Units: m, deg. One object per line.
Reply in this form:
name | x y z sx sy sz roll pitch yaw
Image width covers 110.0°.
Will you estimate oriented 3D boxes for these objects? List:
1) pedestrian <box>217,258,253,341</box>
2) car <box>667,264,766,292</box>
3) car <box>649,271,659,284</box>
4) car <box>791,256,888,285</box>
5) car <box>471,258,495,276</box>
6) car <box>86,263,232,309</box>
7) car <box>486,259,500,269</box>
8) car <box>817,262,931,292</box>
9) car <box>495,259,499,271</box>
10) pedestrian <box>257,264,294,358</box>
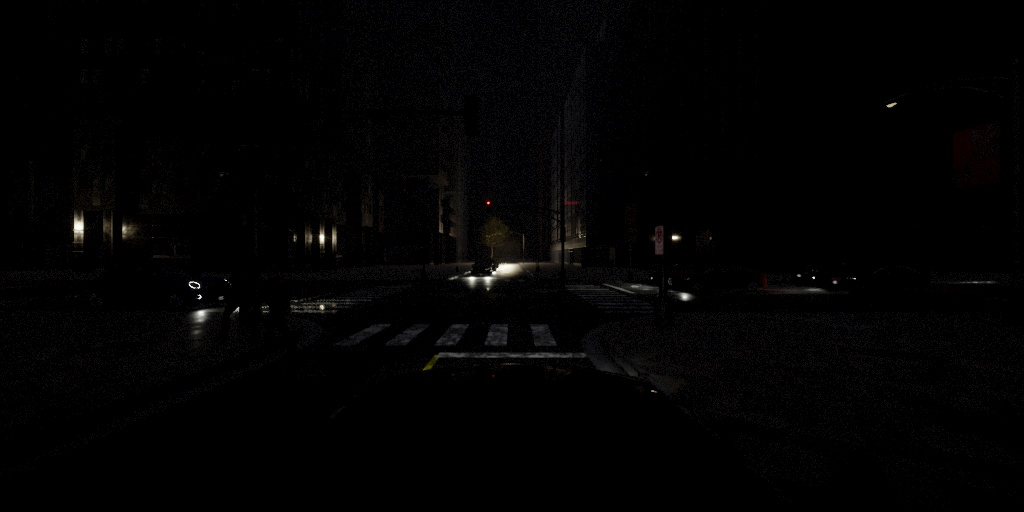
pedestrian | -5.919 0.891 7.680 0.375 1.860 0.375 0 0 0
car | 12.000 1.237 20.969 5.008 1.535 1.882 0 0 1
car | 11.846 1.258 24.225 4.892 1.490 1.837 0 0 -1
car | 22.172 0.990 24.155 5.566 2.045 2.150 0 0 2
car | -3.114 1.227 37.539 1.882 1.535 5.008 0 0 1
car | -13.871 1.099 14.354 4.553 1.767 2.097 0 0 0
car | -3.142 1.242 59.506 2.128 1.511 4.902 0 0 0
car | 21.323 1.260 20.929 4.902 1.511 2.128 0 0 0
car | -3.131 1.102 47.320 2.097 1.767 4.553 0 0 0
pedestrian | -4.645 1.044 7.046 0.375 1.860 0.375 0 0 0
